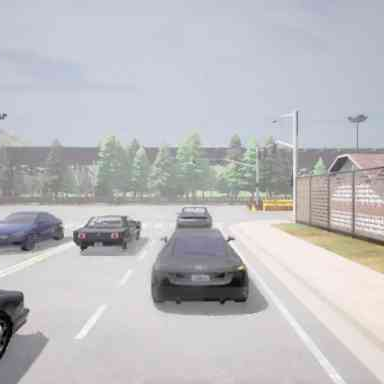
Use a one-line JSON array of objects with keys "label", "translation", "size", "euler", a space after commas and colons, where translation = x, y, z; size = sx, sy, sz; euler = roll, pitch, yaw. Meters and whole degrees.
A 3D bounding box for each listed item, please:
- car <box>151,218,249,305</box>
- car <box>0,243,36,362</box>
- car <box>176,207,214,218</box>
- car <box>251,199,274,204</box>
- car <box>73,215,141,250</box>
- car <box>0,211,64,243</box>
[{"label": "car", "translation": [0.143, 1.580, 8.212], "size": [1.994, 1.385, 4.181], "euler": [0, 0, 0]}, {"label": "car", "translation": [-3.398, 1.553, 2.610], "size": [2.033, 1.411, 5.357], "euler": [0, 0, 0]}, {"label": "car", "translation": [0.147, 1.528, 17.941], "size": [2.128, 1.511, 4.902], "euler": [0, 0, 1]}, {"label": "car", "translation": [11.766, 1.703, 52.315], "size": [4.718, 1.301, 1.895], "euler": [0, 0, -2]}, {"label": "car", "translation": [-3.394, 1.629, 14.331], "size": [1.895, 1.301, 4.718], "euler": [0, 0, 0]}, {"label": "car", "translation": [-7.046, 1.553, 14.212], "size": [1.812, 1.442, 4.674], "euler": [0, 0, 1]}]
